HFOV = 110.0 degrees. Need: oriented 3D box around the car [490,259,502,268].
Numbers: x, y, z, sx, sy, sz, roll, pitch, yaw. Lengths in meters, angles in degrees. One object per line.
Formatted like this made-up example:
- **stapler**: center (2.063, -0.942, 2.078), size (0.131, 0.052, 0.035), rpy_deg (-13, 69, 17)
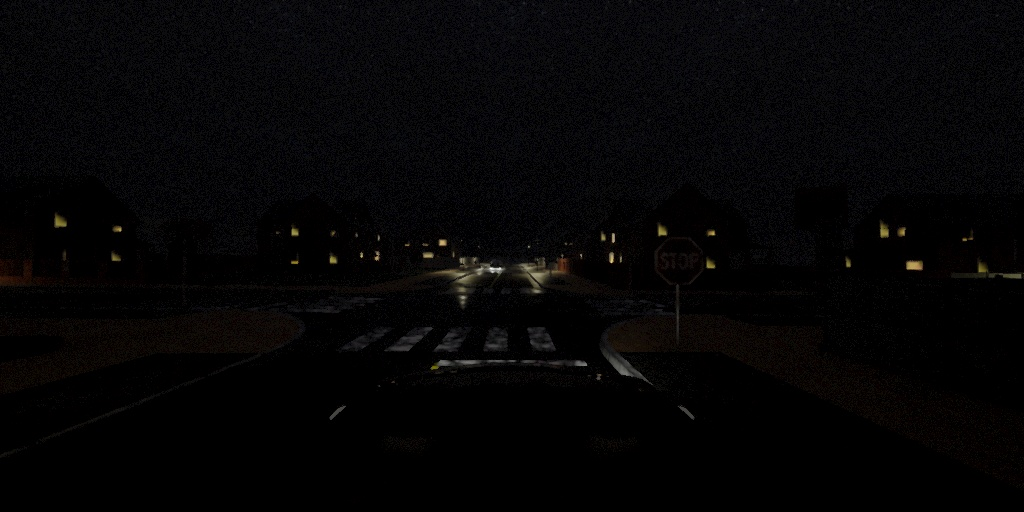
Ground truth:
- **car**: center (-2.751, 1.288, 62.654), size (2.128, 1.511, 4.902), rpy_deg (0, 0, 0)
